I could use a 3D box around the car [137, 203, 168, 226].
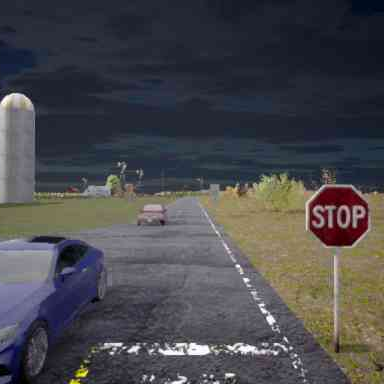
[{"bbox_3d":[-2.705,1.557,23.695,1.812,1.442,4.674,0,0,0],"label":"car"}]

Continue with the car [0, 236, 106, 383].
[{"bbox_3d":[-2.741,1.531,5.528,1.812,1.442,4.674,0,0,0],"label":"car"}]
